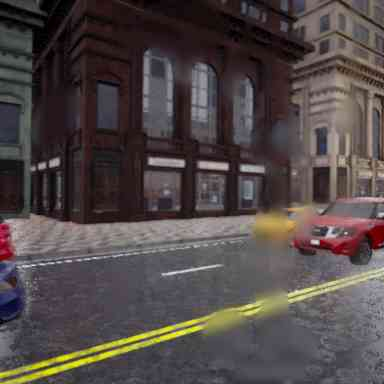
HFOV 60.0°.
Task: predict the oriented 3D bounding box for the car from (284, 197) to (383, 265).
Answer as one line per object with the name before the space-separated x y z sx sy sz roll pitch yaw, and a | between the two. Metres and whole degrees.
car | 6.102 1.218 12.003 5.566 2.045 2.150 0 0 -35

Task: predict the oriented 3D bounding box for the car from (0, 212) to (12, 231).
car | -6.786 1.203 6.827 5.566 2.045 2.150 -1 0 -35

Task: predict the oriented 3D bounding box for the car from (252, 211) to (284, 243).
car | 4.876 1.469 15.118 5.008 1.535 1.882 0 0 -36

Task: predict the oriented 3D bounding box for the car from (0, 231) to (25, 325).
car | -4.765 1.516 4.265 4.674 1.442 1.812 0 0 -35
